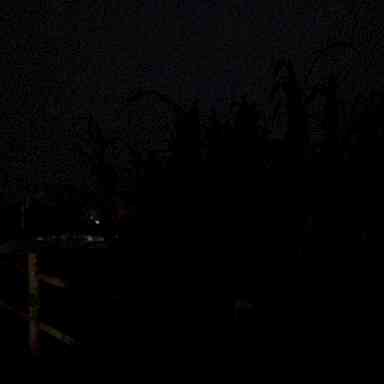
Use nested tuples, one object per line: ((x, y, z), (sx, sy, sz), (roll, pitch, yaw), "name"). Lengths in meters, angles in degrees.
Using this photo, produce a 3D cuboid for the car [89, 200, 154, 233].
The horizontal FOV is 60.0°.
((-4.343, 1.544, 22.771), (2.150, 2.045, 5.566), (0, -1, 33), "car")
